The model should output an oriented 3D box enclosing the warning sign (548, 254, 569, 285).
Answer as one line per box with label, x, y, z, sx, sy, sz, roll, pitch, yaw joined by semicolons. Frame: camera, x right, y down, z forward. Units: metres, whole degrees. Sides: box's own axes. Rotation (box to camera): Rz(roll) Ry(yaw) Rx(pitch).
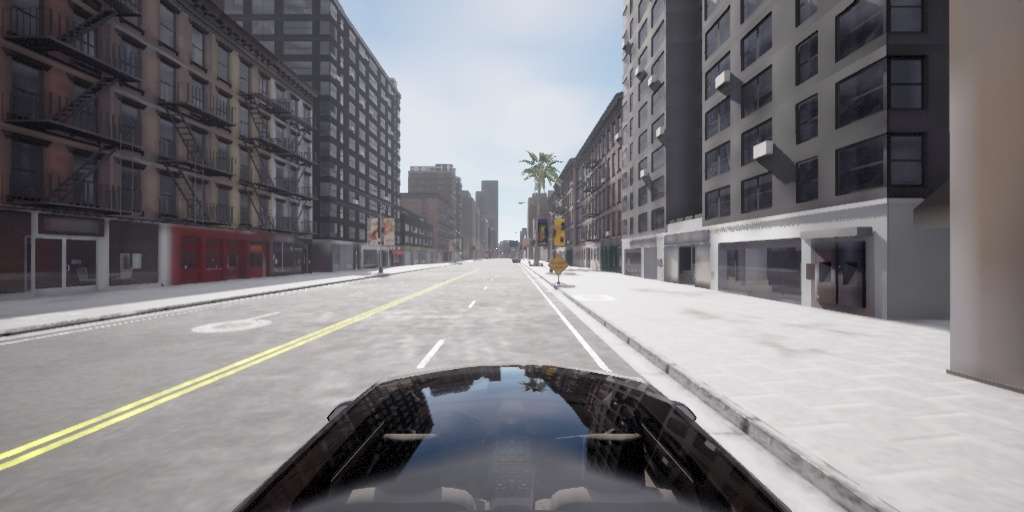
warning sign;2.850;0.833;21.972;1.300;1.860;1.060;0;0;0
